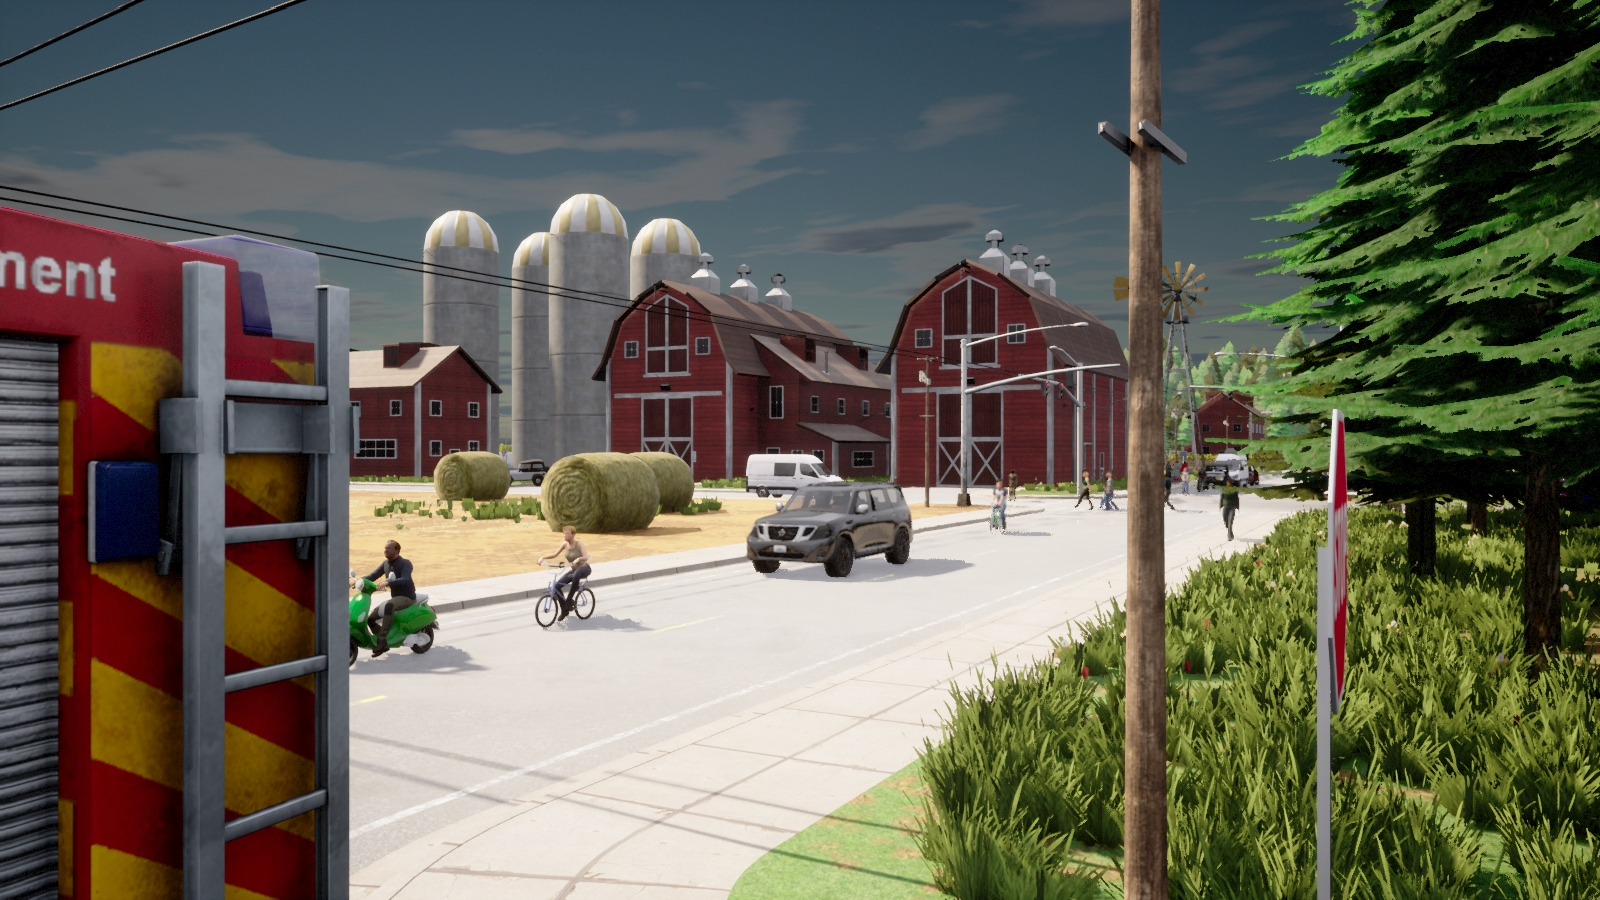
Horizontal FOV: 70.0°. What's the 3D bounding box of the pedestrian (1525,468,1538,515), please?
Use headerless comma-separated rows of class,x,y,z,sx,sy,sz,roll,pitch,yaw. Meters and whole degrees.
pedestrian,29.235,1.670,45.648,0.375,1.860,0.375,0,0,43

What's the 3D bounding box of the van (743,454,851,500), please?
van,-0.188,1.504,65.713,5.915,2.561,1.988,0,0,27

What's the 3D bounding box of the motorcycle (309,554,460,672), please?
motorcycle,-5.557,2.142,15.380,0.856,1.316,1.805,0,0,28

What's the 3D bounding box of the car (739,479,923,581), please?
car,0.902,1.782,27.331,2.150,2.045,5.566,0,0,28

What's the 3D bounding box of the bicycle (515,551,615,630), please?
bicycle,-3.814,2.256,18.647,0.859,1.080,1.487,0,0,28

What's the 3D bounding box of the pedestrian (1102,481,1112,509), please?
pedestrian,14.430,2.116,53.739,0.375,1.300,0.375,0,0,31

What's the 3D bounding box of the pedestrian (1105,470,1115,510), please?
pedestrian,14.281,1.846,52.702,0.375,1.860,0.375,0,0,28

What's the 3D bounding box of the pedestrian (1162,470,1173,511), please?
pedestrian,16.875,1.840,52.497,0.375,1.860,0.375,0,0,37

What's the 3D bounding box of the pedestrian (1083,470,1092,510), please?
pedestrian,13.396,1.844,53.225,0.375,1.860,0.375,0,0,25

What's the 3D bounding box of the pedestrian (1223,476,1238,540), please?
pedestrian,12.607,1.696,33.449,0.375,1.860,0.375,0,0,27

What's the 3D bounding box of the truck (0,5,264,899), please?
truck,-6.084,0.866,3.645,8.468,3.827,2.891,0,0,21

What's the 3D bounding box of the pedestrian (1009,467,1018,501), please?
pedestrian,11.441,1.822,61.328,0.375,1.860,0.375,0,0,29
